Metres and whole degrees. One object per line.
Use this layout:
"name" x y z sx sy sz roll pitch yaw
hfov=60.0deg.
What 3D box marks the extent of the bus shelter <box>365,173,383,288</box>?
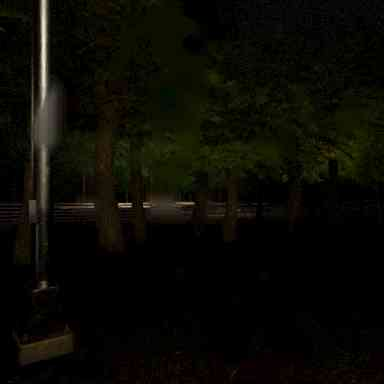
"bus shelter" 6.429 0.906 8.583 3.880 2.740 1.920 0 0 -36
